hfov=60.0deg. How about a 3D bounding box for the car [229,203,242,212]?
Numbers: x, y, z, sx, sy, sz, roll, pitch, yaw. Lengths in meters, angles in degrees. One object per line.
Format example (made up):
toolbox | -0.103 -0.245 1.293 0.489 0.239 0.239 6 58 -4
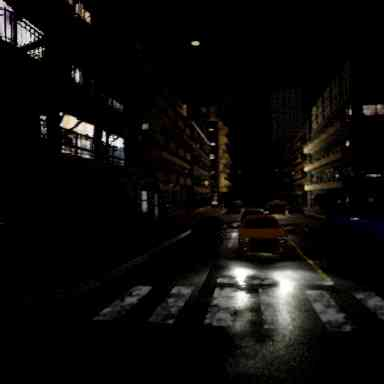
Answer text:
car | 7.499 2.698 56.805 2.008 1.369 4.403 -2 -1 9

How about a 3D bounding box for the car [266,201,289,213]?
car | 11.068 2.267 43.520 1.882 1.535 5.008 -1 -1 10

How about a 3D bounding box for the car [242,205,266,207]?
car | 6.392 2.270 34.612 1.895 1.301 4.718 -1 -1 10

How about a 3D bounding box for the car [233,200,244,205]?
car | 6.570 2.479 51.284 1.967 1.590 4.097 -2 -1 9

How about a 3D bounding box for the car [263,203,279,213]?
car | 12.740 2.539 53.797 2.033 1.411 5.357 -1 -1 9

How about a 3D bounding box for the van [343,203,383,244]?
van | 9.235 1.563 16.737 1.690 1.788 3.998 -2 -1 9

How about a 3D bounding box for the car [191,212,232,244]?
car | 1.016 1.973 18.136 1.802 1.307 4.206 -2 -1 9

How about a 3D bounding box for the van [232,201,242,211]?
van | 8.419 2.596 62.334 1.690 1.788 3.998 -2 -1 9

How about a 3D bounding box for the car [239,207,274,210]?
car | 4.677 2.035 24.474 1.994 1.385 4.181 -1 -1 9

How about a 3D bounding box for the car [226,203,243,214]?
car | 5.648 2.513 45.757 1.802 1.307 4.206 -2 -1 9

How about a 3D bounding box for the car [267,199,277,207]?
car | 21.277 2.943 88.549 2.192 1.841 5.009 -2 -1 9

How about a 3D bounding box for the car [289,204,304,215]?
car | 13.874 2.343 44.352 1.802 1.307 4.206 -2 -1 9

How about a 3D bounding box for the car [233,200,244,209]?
car | 10.249 2.787 73.386 2.192 1.841 5.009 -2 -1 9

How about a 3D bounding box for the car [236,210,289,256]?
car | 3.012 1.755 14.556 1.882 1.535 5.008 -1 -1 10

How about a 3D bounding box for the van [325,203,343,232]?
van | 10.162 1.670 22.261 1.690 1.788 3.998 -2 -1 9
